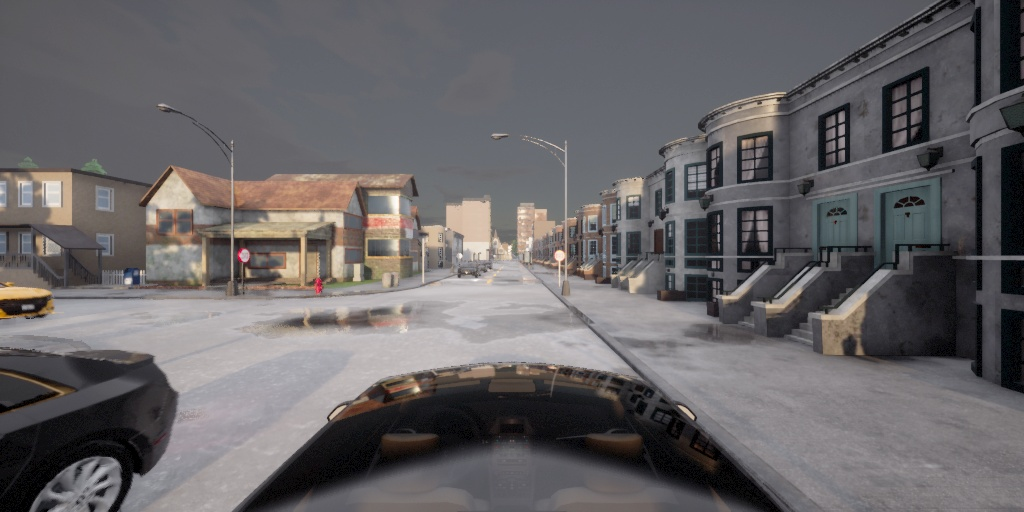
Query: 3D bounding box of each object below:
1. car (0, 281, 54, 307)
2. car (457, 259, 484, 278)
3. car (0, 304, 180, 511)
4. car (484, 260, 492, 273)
[{"bbox_3d":[-16.644,1.227,10.497,5.008,1.535,1.882,0,0,0],"label":"car"},{"bbox_3d":[-4.015,1.255,34.195,1.837,1.490,4.892,0,0,0],"label":"car"},{"bbox_3d":[-3.846,1.255,1.047,1.837,1.490,4.892,1,0,1],"label":"car"},{"bbox_3d":[-3.980,1.242,43.570,2.128,1.511,4.902,0,0,0],"label":"car"}]
